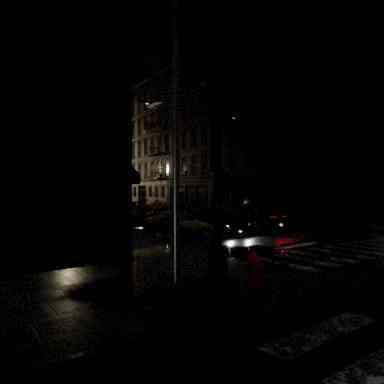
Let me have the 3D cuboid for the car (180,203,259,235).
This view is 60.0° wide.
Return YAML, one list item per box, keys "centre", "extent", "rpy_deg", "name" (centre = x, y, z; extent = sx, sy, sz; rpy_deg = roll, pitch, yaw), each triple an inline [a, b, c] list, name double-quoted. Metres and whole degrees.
- centre: [0.984, 1.566, 18.713]
  extent: [2.033, 1.411, 5.357]
  rpy_deg: [0, 0, -32]
  name: "car"

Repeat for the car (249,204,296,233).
- centre: [3.452, 1.510, 19.913]
  extent: [1.837, 1.490, 4.892]
  rpy_deg: [-1, 1, -34]
  name: "car"

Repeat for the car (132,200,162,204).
- centre: [-4.771, 1.517, 26.755]
  extent: [2.128, 1.511, 4.902]
  rpy_deg: [0, 0, -35]
  name: "car"

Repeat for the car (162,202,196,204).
- centre: [-0.573, 1.566, 30.319]
  extent: [1.947, 1.339, 4.313]
  rpy_deg: [0, 0, -35]
  name: "car"

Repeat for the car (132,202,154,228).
- centre: [-3.978, 1.585, 21.264]
  extent: [2.008, 1.369, 4.403]
  rpy_deg: [0, 0, -35]
  name: "car"

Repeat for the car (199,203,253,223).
- centre: [2.565, 1.578, 25.910]
  extent: [1.802, 1.307, 4.206]
  rpy_deg: [0, 0, -35]
  name: "car"

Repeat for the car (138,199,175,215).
- centre: [-3.811, 1.529, 34.867]
  extent: [1.752, 1.417, 4.829]
  rpy_deg: [0, 0, -35]
  name: "car"

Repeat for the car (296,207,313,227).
- centre: [5.704, 1.558, 21.500]
  extent: [1.947, 1.339, 4.313]
  rpy_deg: [0, 0, -35]
  name: "car"

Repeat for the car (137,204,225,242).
- centre: [-0.741, 1.555, 16.715]
  extent: [1.752, 1.417, 4.829]
  rpy_deg: [0, 0, -35]
  name: "car"
